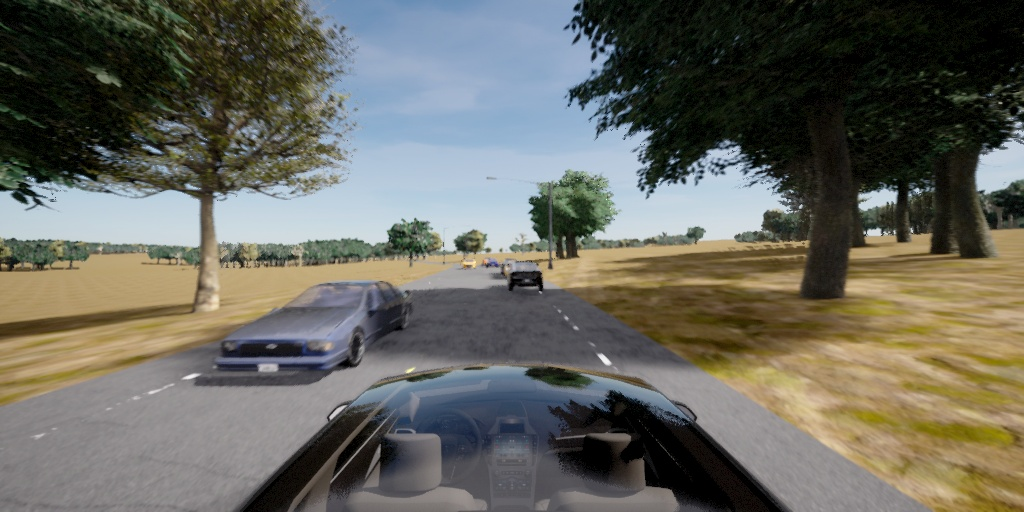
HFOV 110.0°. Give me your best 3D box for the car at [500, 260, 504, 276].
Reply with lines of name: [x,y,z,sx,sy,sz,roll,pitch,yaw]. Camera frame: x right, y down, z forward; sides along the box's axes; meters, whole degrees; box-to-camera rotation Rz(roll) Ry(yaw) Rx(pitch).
car: [0.194,1.068,31.228,1.801,1.575,5.366,0,0,-3]

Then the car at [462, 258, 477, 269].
car: [-5.998,1.083,50.711,1.882,1.535,5.008,0,0,-5]

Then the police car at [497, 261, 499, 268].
police car: [-0.196,1.024,37.169,1.930,1.638,5.238,0,0,-4]

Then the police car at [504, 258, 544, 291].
police car: [0.692,1.062,21.102,1.930,1.638,5.238,0,0,-2]

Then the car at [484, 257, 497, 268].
car: [-3.170,1.146,57.884,1.812,1.442,4.674,0,0,-7]

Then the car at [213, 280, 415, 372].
car: [-3.645,1.254,7.978,2.033,1.411,5.357,0,0,-1]
